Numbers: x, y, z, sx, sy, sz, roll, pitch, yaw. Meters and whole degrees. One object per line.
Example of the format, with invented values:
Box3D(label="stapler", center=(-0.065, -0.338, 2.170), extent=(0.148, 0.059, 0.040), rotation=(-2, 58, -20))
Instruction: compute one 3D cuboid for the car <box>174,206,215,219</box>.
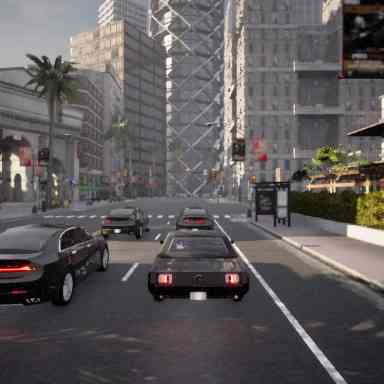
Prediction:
Box3D(label="car", center=(0.138, 1.505, 17.525), extent=(1.837, 1.490, 4.892), rotation=(0, 0, 0))

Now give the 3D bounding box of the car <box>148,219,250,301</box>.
Box3D(label="car", center=(0.122, 1.601, 8.262), extent=(1.895, 1.301, 4.718), rotation=(0, 0, 0))

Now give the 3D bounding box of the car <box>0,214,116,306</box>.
Box3D(label="car", center=(-3.370, 1.505, 8.004), extent=(1.837, 1.490, 4.892), rotation=(0, 0, 0))

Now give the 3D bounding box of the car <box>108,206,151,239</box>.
Box3D(label="car", center=(-3.361, 1.505, 17.410), extent=(1.837, 1.490, 4.892), rotation=(0, 0, 0))
